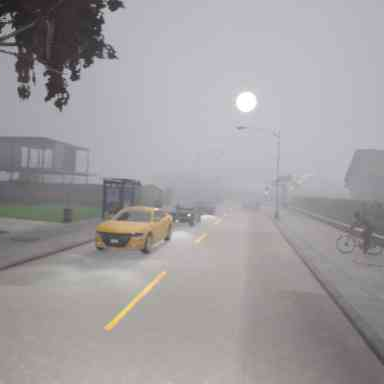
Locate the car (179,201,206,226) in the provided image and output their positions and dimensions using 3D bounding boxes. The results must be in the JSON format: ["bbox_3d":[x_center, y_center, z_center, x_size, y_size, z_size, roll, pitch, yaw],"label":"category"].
[{"bbox_3d":[-0.513,1.464,22.497,1.895,1.301,4.718,2,0,10],"label":"car"}]

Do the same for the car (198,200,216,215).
[{"bbox_3d":[1.180,1.441,32.298,1.994,1.385,4.181,2,0,10],"label":"car"}]

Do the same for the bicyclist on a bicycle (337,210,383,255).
[{"bbox_3d":[6.286,1.523,12.426,1.656,1.620,0.582,2,0,10],"label":"bicyclist on a bicycle"}]

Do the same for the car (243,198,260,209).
[{"bbox_3d":[8.645,1.606,48.056,1.812,1.442,4.674,2,0,20],"label":"car"}]

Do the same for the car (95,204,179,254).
[{"bbox_3d":[-2.095,1.328,13.236,1.882,1.535,5.008,2,0,10],"label":"car"}]
